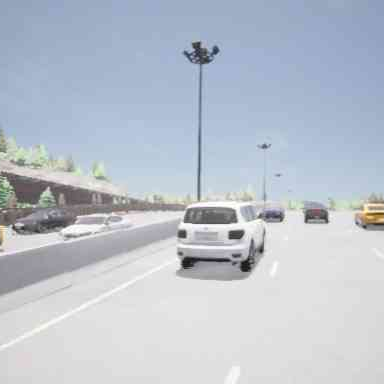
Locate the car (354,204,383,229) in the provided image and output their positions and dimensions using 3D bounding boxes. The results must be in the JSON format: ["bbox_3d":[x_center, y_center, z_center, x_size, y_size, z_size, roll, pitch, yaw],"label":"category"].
[{"bbox_3d":[12.110,1.536,22.149,1.882,1.535,5.008,-1,-1,18],"label":"car"}]

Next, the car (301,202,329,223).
[{"bbox_3d":[10.159,1.669,27.369,1.837,1.490,4.892,-1,0,18],"label":"car"}]

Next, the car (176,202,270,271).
[{"bbox_3d":[1.239,1.351,11.648,2.150,2.045,5.566,-1,-1,18],"label":"car"}]

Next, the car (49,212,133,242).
[{"bbox_3d":[-4.643,1.832,16.752,1.812,1.442,4.674,-1,-1,18],"label":"car"}]

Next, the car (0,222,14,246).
[{"bbox_3d":[-9.699,1.827,12.639,1.882,1.535,5.008,-1,-1,18],"label":"car"}]

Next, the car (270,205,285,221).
[{"bbox_3d":[7.259,1.849,29.732,1.895,1.301,4.718,-1,-1,18],"label":"car"}]

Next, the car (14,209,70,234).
[{"bbox_3d":[-9.964,1.978,22.932,2.128,1.511,4.902,-1,-1,18],"label":"car"}]

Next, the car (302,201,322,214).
[{"bbox_3d":[13.978,1.813,38.849,1.994,1.385,4.181,-1,-1,18],"label":"car"}]
